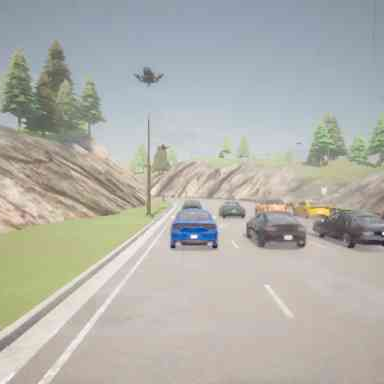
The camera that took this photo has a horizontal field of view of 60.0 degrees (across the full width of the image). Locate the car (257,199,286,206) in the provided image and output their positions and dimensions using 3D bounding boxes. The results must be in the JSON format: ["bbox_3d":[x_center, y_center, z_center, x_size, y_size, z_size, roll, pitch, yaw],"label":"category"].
[{"bbox_3d":[7.012,1.364,29.610,2.097,1.767,4.553,0,0,0],"label":"car"}]

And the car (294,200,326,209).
[{"bbox_3d":[10.512,1.482,29.659,1.882,1.535,5.008,0,0,0],"label":"car"}]

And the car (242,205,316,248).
[{"bbox_3d":[3.582,1.530,14.656,1.812,1.442,4.674,0,0,0],"label":"car"}]

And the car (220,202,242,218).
[{"bbox_3d":[3.512,1.570,29.622,1.994,1.385,4.181,0,0,0],"label":"car"}]

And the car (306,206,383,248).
[{"bbox_3d":[7.082,1.560,14.652,2.033,1.411,5.357,0,0,0],"label":"car"}]

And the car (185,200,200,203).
[{"bbox_3d":[0.012,1.514,29.603,1.837,1.490,4.892,0,0,0],"label":"car"}]

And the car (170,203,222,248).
[{"bbox_3d":[0.082,1.482,14.660,1.882,1.535,5.008,0,0,0],"label":"car"}]
